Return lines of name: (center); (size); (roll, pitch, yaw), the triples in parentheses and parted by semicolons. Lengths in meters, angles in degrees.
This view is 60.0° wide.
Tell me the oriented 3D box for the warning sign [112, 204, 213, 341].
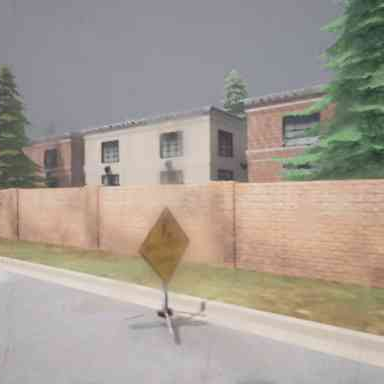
warning sign: (-0.453, 1.153, 5.483); (1.060, 1.860, 1.300); (-1, 0, 36)
